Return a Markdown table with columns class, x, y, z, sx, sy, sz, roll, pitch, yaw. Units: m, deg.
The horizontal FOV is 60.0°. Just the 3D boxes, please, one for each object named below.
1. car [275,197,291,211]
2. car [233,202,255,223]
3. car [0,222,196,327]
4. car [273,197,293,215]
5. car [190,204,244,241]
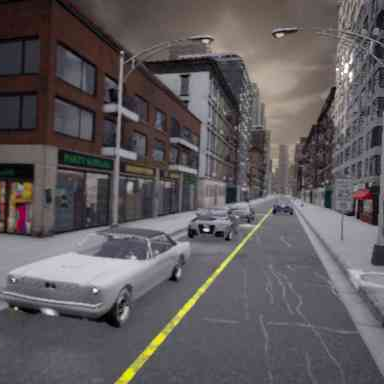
| class | x | y | z | sx | sy | sz | roll | pitch | yaw |
| --- | --- | --- | --- | --- | --- | --- | --- | --- | --- |
| car | 13.114 | 1.636 | 47.696 | 2.097 | 1.767 | 4.553 | 2 | 0 | 16 |
| car | 3.934 | 1.543 | 26.544 | 1.812 | 1.442 | 4.674 | 2 | 0 | 16 |
| car | -1.529 | 1.498 | 7.090 | 1.895 | 1.301 | 4.718 | 2 | 0 | 16 |
| car | 10.312 | 1.575 | 37.585 | 2.097 | 1.767 | 4.553 | 2 | 0 | 16 |
| car | 1.177 | 1.521 | 16.744 | 1.994 | 1.385 | 4.181 | 2 | 0 | 16 |
